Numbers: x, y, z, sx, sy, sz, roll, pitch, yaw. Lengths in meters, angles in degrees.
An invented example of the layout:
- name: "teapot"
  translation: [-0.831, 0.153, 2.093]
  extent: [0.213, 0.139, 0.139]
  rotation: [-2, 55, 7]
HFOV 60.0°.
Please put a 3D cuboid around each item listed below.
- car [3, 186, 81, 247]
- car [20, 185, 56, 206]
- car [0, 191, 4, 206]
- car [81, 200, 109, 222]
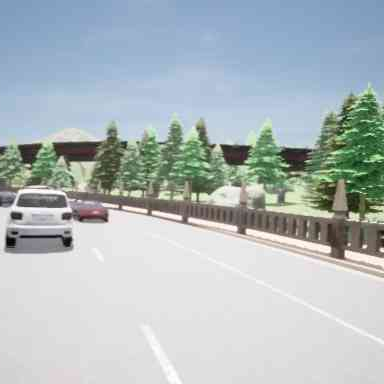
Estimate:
- name: "car"
  translation: [-6.114, 0.911, 13.421]
  extent: [2.150, 2.045, 5.566]
  rotation: [3, 0, -26]
- name: "car"
  translation: [-17.343, 0.344, 37.225]
  extent: [2.150, 2.045, 5.566]
  rotation: [3, 0, -40]
- name: "car"
  translation: [-18.133, 0.636, 32.644]
  extent: [2.033, 1.411, 5.357]
  rotation: [3, 0, -38]
- name: "car"
  translation: [-7.100, 1.200, 22.675]
  extent: [1.994, 1.385, 4.181]
  rotation: [3, 0, -32]
